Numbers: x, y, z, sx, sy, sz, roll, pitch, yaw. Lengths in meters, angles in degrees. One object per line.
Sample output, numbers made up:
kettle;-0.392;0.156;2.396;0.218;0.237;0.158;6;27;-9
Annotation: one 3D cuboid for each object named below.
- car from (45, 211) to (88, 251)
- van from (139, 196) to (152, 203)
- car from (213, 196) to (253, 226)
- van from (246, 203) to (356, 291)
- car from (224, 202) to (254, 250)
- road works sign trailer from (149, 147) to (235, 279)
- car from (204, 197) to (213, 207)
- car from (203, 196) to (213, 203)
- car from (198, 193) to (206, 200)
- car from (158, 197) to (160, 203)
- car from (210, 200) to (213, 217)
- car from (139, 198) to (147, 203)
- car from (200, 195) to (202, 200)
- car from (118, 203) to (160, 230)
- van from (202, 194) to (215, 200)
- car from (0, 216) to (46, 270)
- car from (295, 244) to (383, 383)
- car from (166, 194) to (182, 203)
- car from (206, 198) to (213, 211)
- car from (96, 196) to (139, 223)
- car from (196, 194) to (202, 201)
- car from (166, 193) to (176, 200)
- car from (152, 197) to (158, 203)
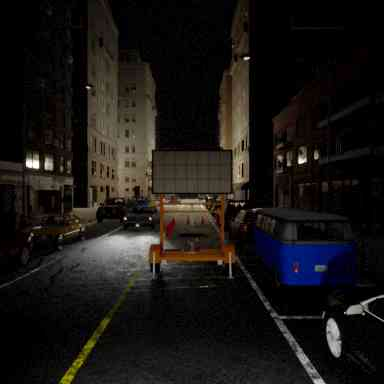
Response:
car;-5.851;1.524;14.212;1.752;1.417;4.829;0;0;0
van;-5.837;1.334;37.055;1.690;1.788;3.998;0;0;0
car;2.678;1.312;20.056;2.192;1.841;5.009;0;0;0
van;2.672;1.340;8.718;1.690;1.788;3.998;0;0;0
car;2.675;1.438;14.387;1.967;1.590;4.097;0;0;0
road works sign trailer;0.005;0.463;10.030;2.380;3.560;2.880;0;0;0
car;2.689;1.544;37.064;2.008;1.369;4.403;0;0;0
car;2.692;1.571;42.734;1.802;1.307;4.206;0;0;0
car;2.722;1.237;92.439;2.192;1.841;5.009;0;0;0
car;-5.830;1.509;48.223;1.752;1.417;4.829;0;0;0
car;2.682;1.562;25.726;1.947;1.339;4.313;0;0;0
car;-5.840;1.545;31.387;2.008;1.369;4.403;0;0;0
car;2.699;1.501;54.243;1.752;1.417;4.829;0;0;0
car;-3.090;1.597;21.121;1.895;1.301;4.718;0;0;0
van;2.696;1.324;48.404;1.690;1.788;3.998;0;0;0
car;-5.854;1.544;8.714;1.887;1.381;4.507;0;0;0
car;2.669;1.551;3.049;2.008;1.369;4.403;0;0;0
car;-2.968;1.324;56.887;2.097;1.767;4.553;0;0;0
car;2.685;1.560;31.395;1.947;1.339;4.313;0;0;0
car;-5.844;1.311;25.719;2.192;1.841;5.009;0;0;0
car;2.716;1.380;81.269;1.967;1.590;4.097;0;0;0
car;-5.803;1.237;92.429;2.192;1.841;5.009;0;0;0
car;-5.833;1.515;42.554;1.752;1.417;4.829;0;0;0
